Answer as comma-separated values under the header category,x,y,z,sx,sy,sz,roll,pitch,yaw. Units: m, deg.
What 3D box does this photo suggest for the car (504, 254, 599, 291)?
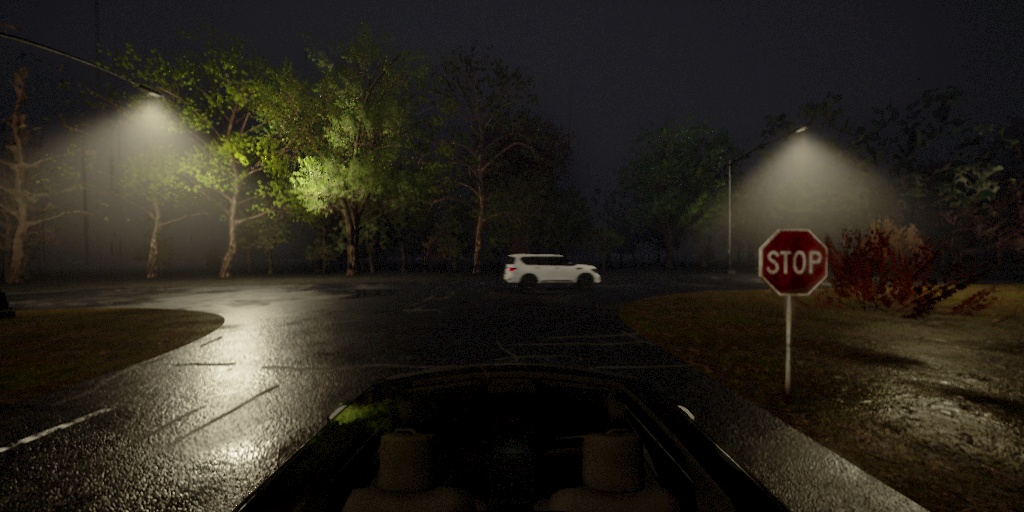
category,x,y,z,sx,sy,sz,roll,pitch,yaw
car,2.305,0.892,21.246,5.566,2.045,2.150,0,1,-8
